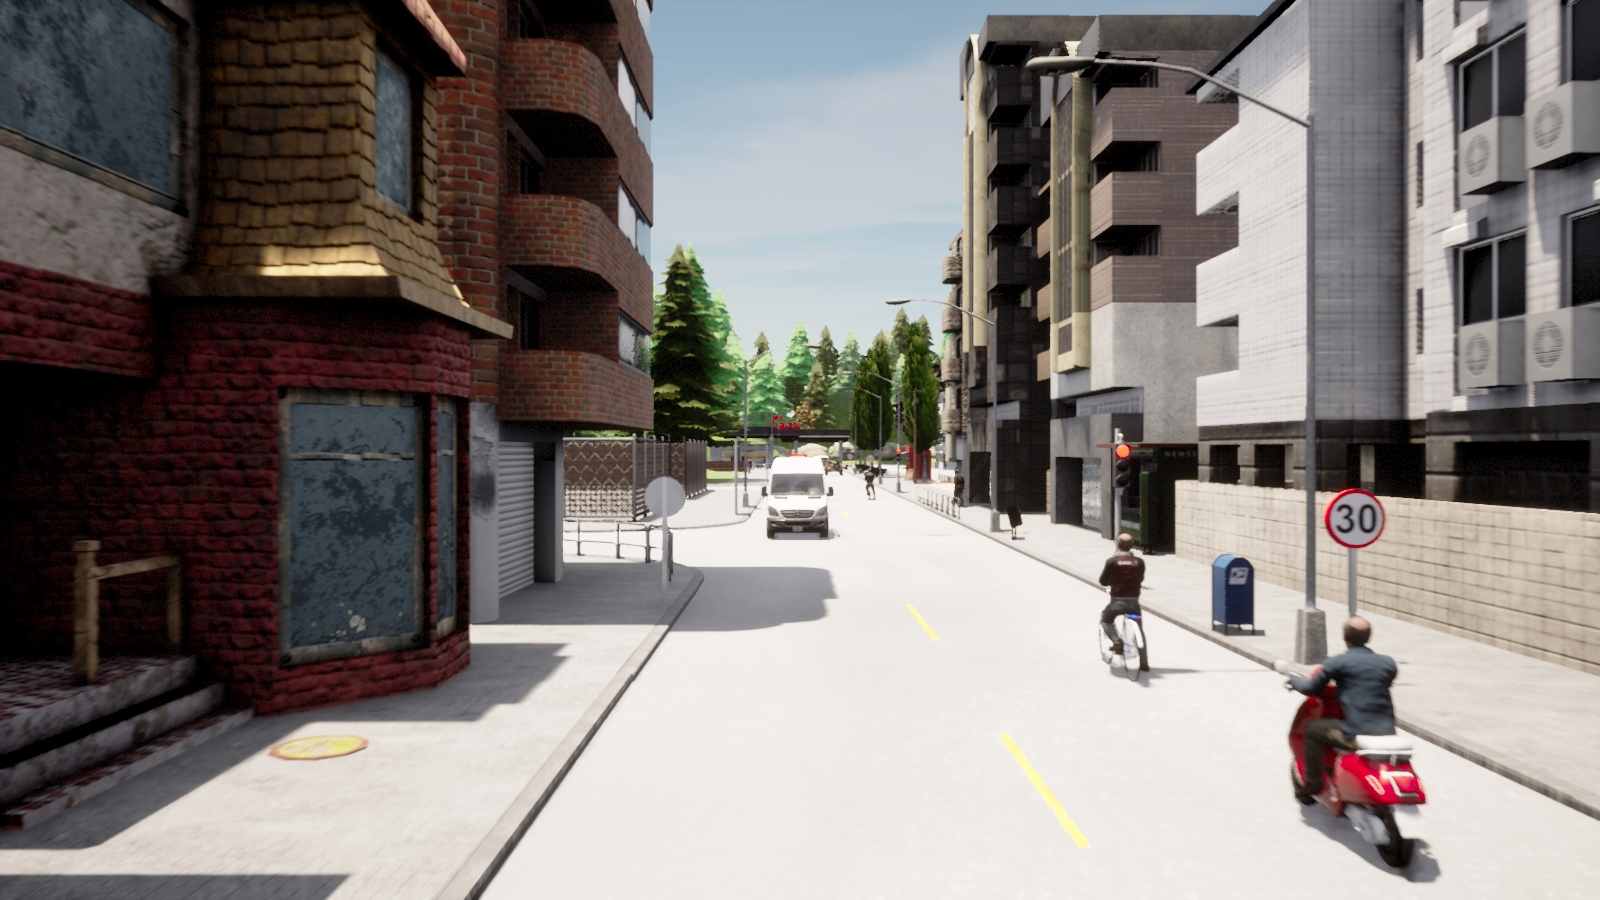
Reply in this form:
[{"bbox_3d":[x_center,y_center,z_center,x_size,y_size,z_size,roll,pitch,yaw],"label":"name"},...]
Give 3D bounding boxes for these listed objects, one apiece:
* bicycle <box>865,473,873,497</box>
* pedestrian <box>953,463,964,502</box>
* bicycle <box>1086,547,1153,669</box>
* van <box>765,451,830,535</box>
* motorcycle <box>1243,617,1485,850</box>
[{"bbox_3d":[3.873,1.940,64.077,0.329,1.271,1.835,0,0,0],"label":"bicycle"},{"bbox_3d":[7.460,1.523,53.785,0.375,1.860,0.375,0,0,-17],"label":"pedestrian"},{"bbox_3d":[3.990,1.940,14.363,0.329,1.271,1.835,0,0,0],"label":"bicycle"},{"bbox_3d":[-0.085,1.314,37.876,1.988,2.561,5.915,0,0,0],"label":"van"},{"bbox_3d":[3.991,1.962,8.282,0.856,1.236,1.805,0,0,0],"label":"motorcycle"}]
